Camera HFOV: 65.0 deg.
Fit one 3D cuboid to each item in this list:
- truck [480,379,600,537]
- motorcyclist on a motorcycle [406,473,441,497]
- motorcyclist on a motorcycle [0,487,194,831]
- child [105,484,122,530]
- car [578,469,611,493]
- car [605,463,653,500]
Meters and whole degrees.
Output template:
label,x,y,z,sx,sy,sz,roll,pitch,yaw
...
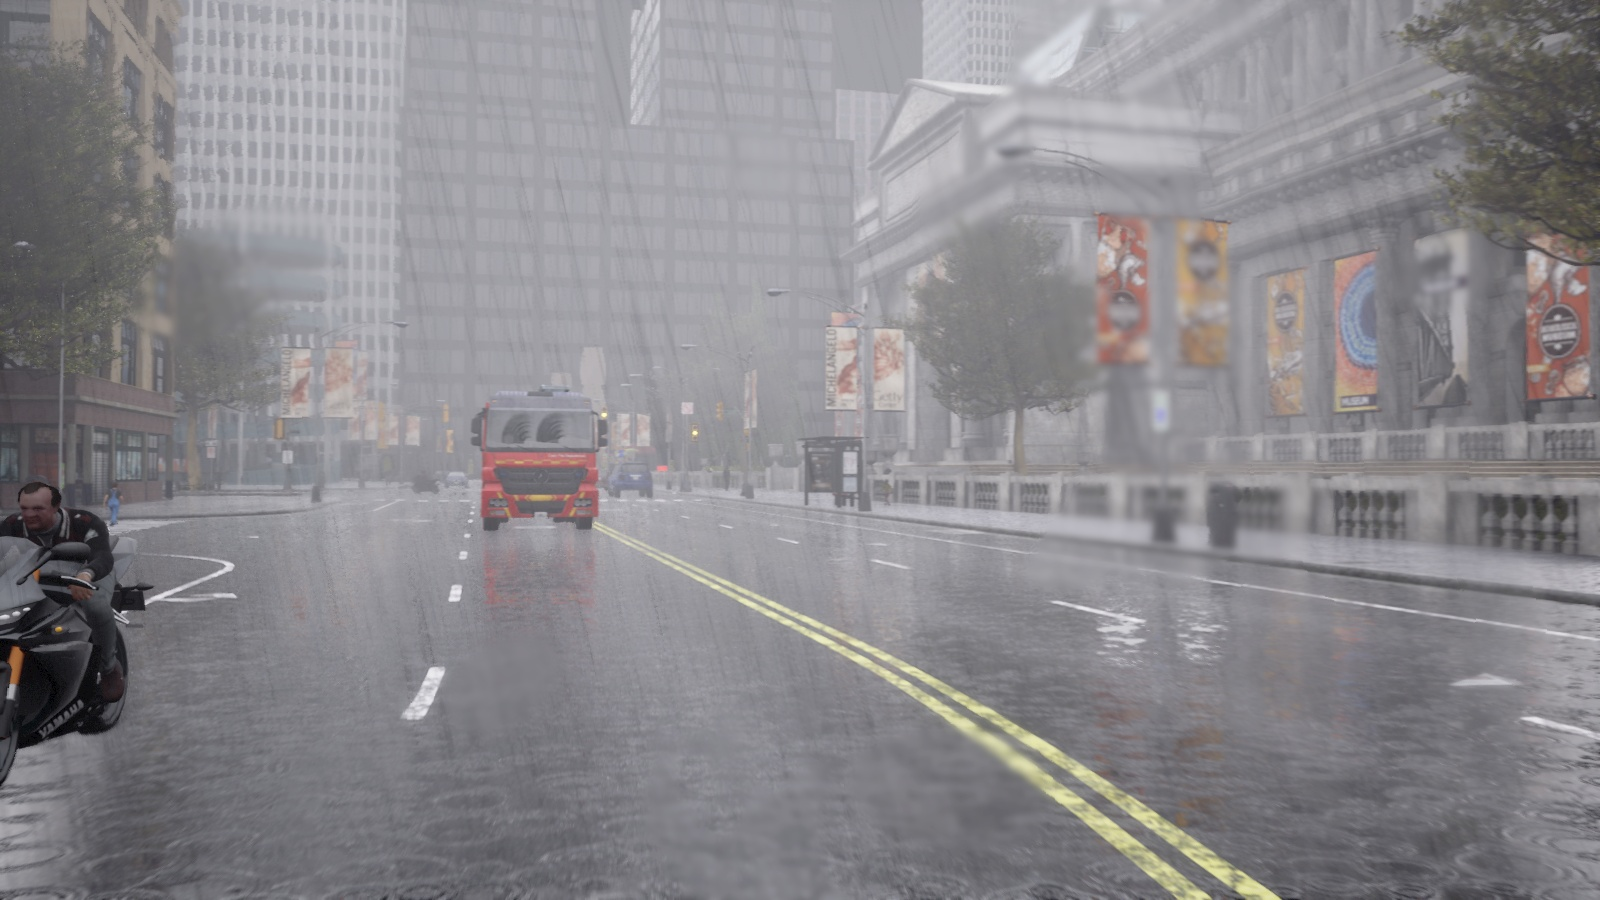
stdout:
label,x,y,z,sx,sy,sz,roll,pitch,yaw
truck,-7.400,0.270,34.865,2.891,3.827,8.468,0,-1,-14
motorcyclist on a motorcycle,-24.201,2.266,80.658,2.044,1.523,0.797,-1,0,19
motorcyclist on a motorcycle,-4.047,0.982,6.746,0.866,1.530,2.191,0,-1,-10
child,-18.986,1.576,34.724,0.270,1.263,0.437,0,-1,-10
car,-15.651,2.348,95.425,2.097,1.767,4.553,0,-1,-14
car,-10.049,1.814,73.507,2.150,2.045,5.566,0,-1,-14
